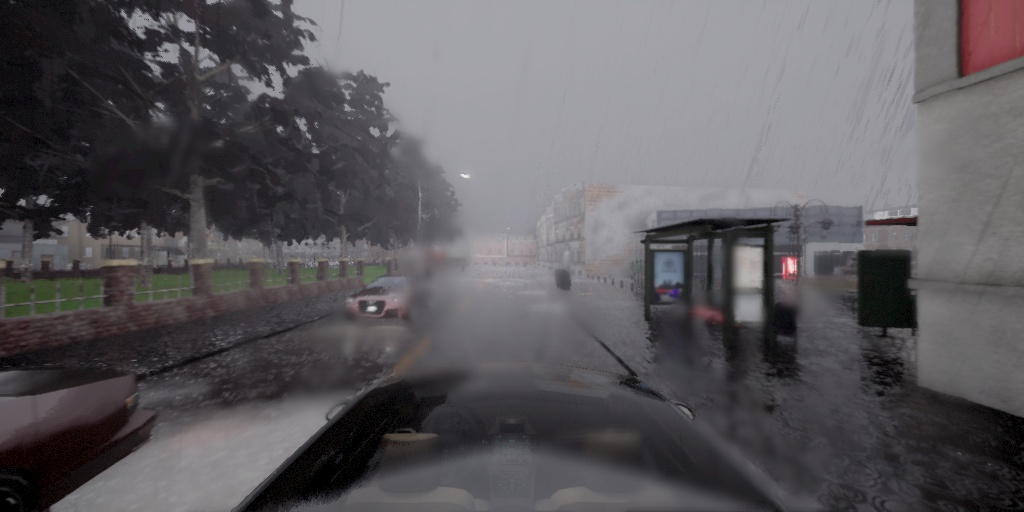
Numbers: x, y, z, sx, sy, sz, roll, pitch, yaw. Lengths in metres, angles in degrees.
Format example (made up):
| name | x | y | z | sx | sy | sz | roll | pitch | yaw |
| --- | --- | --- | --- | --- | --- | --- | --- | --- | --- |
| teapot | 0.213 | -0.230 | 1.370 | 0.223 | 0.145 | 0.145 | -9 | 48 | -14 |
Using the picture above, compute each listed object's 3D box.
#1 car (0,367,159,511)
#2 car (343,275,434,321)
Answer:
| name | x | y | z | sx | sy | sz | roll | pitch | yaw |
| --- | --- | --- | --- | --- | --- | --- | --- | --- | --- |
| car | -4.099 | 1.293 | 0.766 | 2.033 | 1.411 | 5.357 | 0 | 0 | 0 |
| car | -4.080 | 1.360 | 12.464 | 1.994 | 1.385 | 4.181 | 0 | 0 | 1 |
